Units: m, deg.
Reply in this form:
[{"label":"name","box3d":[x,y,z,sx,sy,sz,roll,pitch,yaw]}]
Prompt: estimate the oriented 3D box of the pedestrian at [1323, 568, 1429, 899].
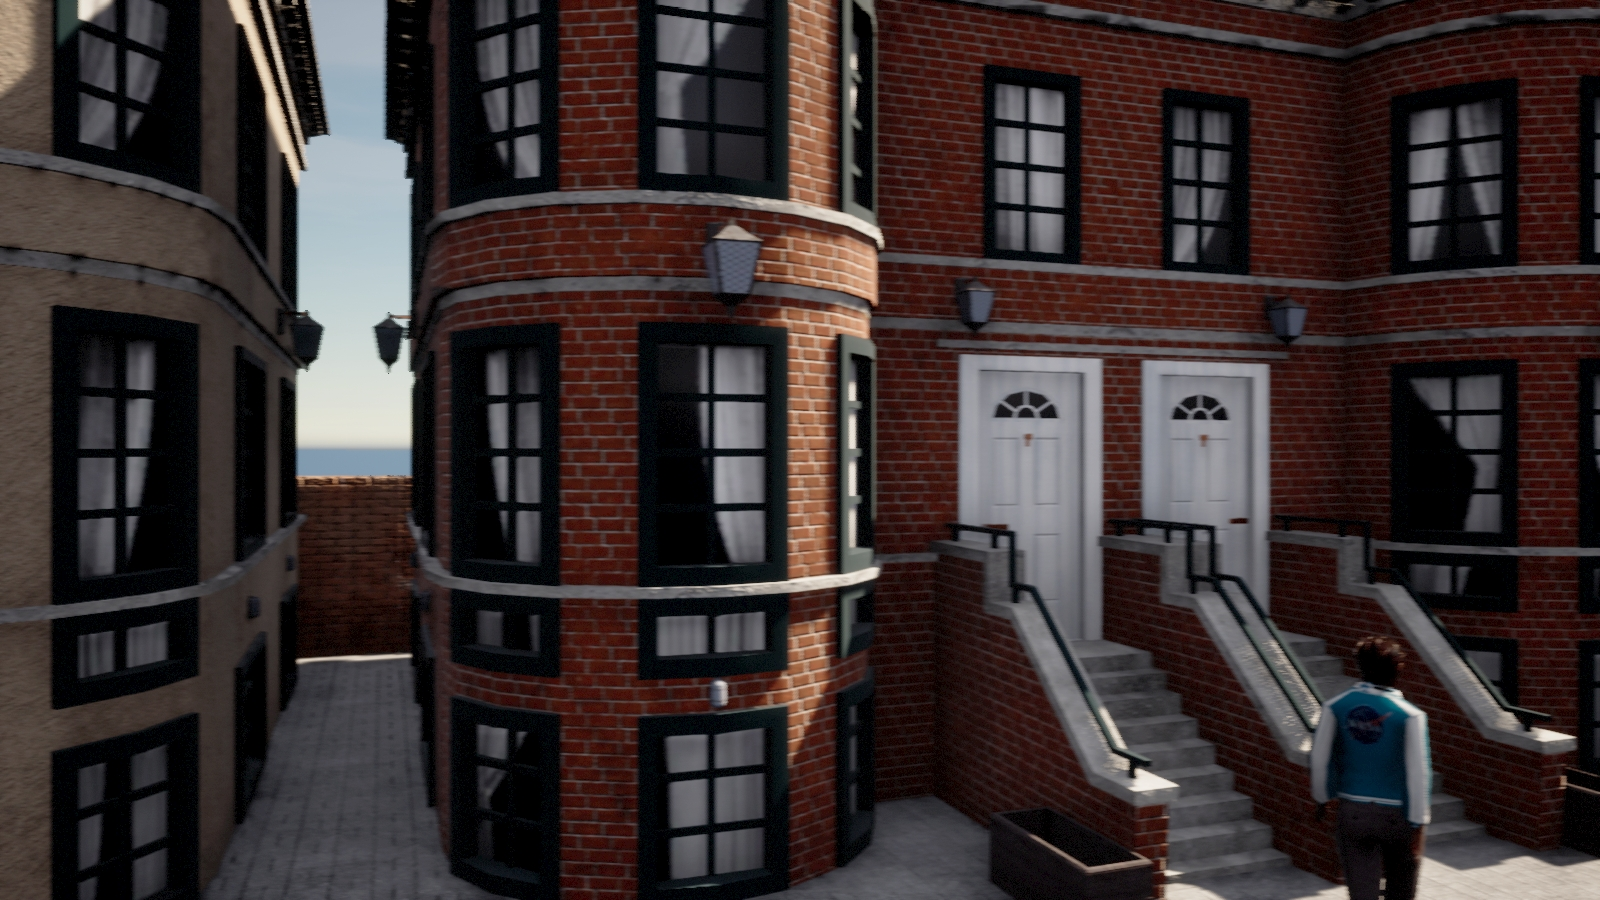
[{"label":"pedestrian","box3d":[2.770,1.525,5.491,0.375,1.860,0.375,0,0,41]}]
